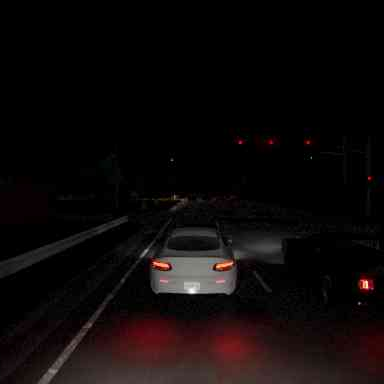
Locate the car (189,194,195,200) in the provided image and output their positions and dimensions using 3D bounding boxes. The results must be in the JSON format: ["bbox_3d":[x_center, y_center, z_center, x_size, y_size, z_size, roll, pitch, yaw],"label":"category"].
[{"bbox_3d":[0.013,1.332,91.194,1.837,1.490,4.892,0,0,0],"label":"car"}]

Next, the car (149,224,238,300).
[{"bbox_3d":[0.075,1.526,8.297,1.812,1.442,4.674,0,0,2],"label":"car"}]

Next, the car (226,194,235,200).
[{"bbox_3d":[10.513,1.310,91.193,1.882,1.535,5.008,0,0,0],"label":"car"}]

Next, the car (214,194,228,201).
[{"bbox_3d":[7.012,1.348,81.160,2.097,1.767,4.553,0,0,0],"label":"car"}]

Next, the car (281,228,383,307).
[{"bbox_3d":[3.564,1.601,7.906,1.895,1.301,4.718,0,0,0],"label":"car"}]

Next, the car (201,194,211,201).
[{"bbox_3d":[3.512,1.348,81.161,2.097,1.767,4.553,0,0,0],"label":"car"}]

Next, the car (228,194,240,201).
[{"bbox_3d":[10.512,1.469,80.773,1.882,1.535,5.008,0,0,0],"label":"car"}]

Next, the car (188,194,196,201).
[{"bbox_3d":[0.012,1.531,80.775,2.033,1.411,5.357,0,0,0],"label":"car"}]

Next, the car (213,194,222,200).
[{"bbox_3d":[7.013,1.357,91.193,2.128,1.511,4.902,0,0,0],"label":"car"}]

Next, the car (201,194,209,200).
[{"bbox_3d":[3.513,1.357,91.194,2.128,1.511,4.902,0,0,0],"label":"car"}]
